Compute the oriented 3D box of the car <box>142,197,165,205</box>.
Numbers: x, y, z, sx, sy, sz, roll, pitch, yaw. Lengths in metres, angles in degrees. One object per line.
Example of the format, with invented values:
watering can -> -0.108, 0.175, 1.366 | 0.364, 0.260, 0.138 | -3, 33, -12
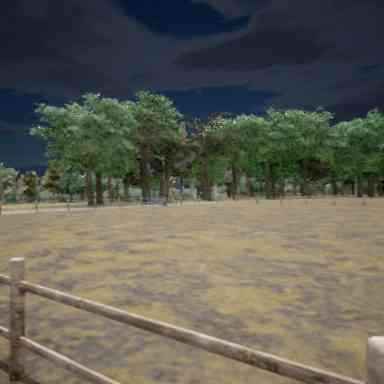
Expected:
car -> -6.378, 1.525, 55.355 | 4.181, 1.385, 1.994 | -1, -1, -42
